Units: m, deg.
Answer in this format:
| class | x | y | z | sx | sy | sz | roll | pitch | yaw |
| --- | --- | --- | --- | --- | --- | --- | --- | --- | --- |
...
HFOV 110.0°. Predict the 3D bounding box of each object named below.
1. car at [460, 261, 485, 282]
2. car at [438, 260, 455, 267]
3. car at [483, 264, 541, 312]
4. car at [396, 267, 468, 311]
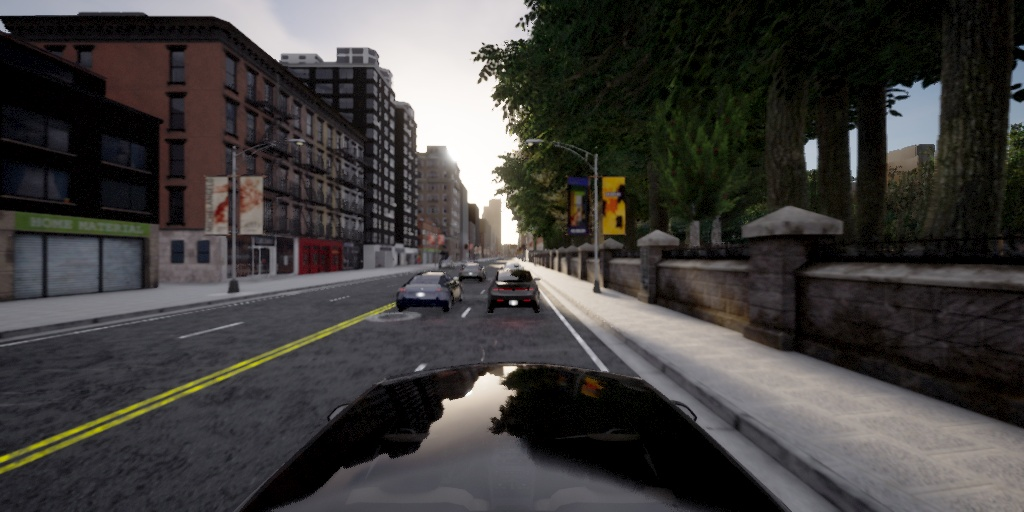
| class | x | y | z | sx | sy | sz | roll | pitch | yaw |
| --- | --- | --- | --- | --- | --- | --- | --- | --- | --- |
| car | -3.185 | 1.335 | 29.677 | 1.994 | 1.385 | 4.181 | 0 | 0 | 0 |
| car | -9.829 | 1.286 | 53.984 | 2.128 | 1.511 | 4.902 | 0 | 0 | 0 |
| car | 0.068 | 1.266 | 14.207 | 1.837 | 1.490 | 4.892 | 0 | 0 | 0 |
| car | -3.179 | 1.324 | 14.525 | 1.994 | 1.385 | 4.181 | 0 | 0 | 0 |
